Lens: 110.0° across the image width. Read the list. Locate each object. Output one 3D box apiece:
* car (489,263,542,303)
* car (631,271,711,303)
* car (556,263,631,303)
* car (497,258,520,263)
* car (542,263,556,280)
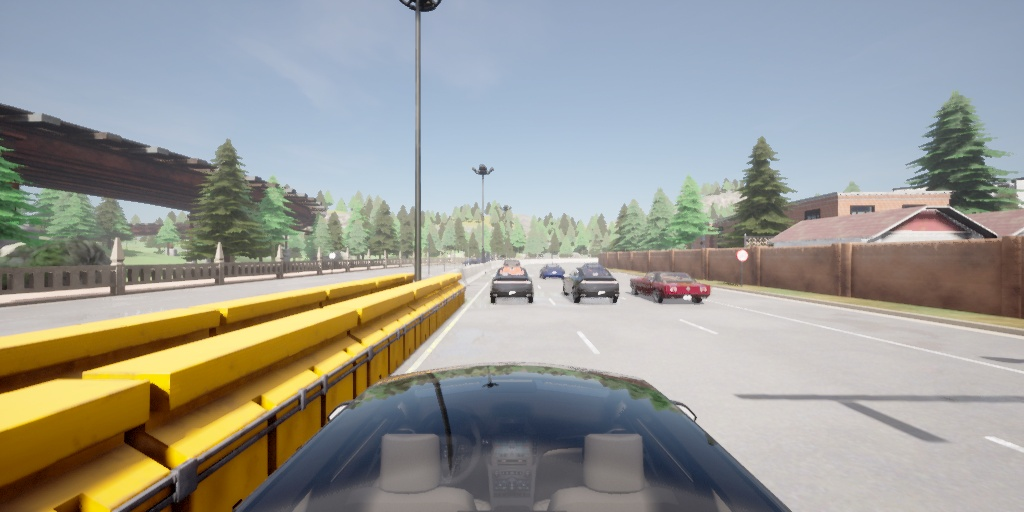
[{"bbox_3d":[0.000,1.245,16.500,2.128,1.511,4.902,0,0,0],"label":"car"},{"bbox_3d":[7.000,1.366,16.530,1.895,1.301,4.718,0,0,0],"label":"car"},{"bbox_3d":[3.500,1.245,16.500,2.128,1.511,4.902,0,0,0],"label":"car"},{"bbox_3d":[0.000,1.116,31.470,2.097,1.767,4.553,0,0,0],"label":"car"},{"bbox_3d":[3.500,1.322,31.500,1.994,1.385,4.181,0,0,0],"label":"car"}]
